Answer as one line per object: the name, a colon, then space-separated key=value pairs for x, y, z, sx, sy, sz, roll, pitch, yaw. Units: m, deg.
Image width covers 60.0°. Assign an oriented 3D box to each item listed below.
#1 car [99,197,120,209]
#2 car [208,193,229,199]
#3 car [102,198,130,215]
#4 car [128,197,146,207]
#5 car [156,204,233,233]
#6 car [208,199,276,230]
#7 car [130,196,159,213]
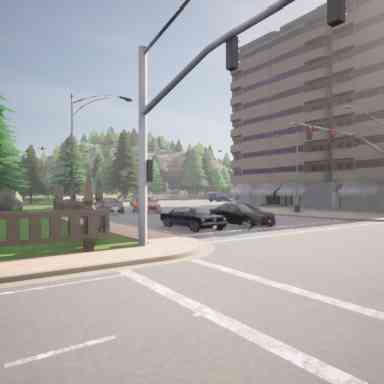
car: x=-11.584 y=1.491 z=46.912 sx=2.033 sy=1.411 sz=5.357 roll=0 pitch=0 yaw=-4
car: x=5.712 y=1.169 z=71.210 sx=2.150 sy=2.045 sz=5.566 roll=0 pitch=0 yaw=40
car: x=-7.958 y=1.437 z=32.860 sx=2.128 sy=1.511 sz=4.902 roll=0 pitch=0 yaw=-23
car: x=-8.242 y=1.451 z=50.181 sx=1.837 sy=1.490 sz=4.892 roll=0 pitch=0 yaw=1
car: x=0.006 y=1.545 z=19.422 sx=1.895 sy=1.301 sz=4.718 roll=0 pitch=0 yaw=-33
car: x=3.080 y=1.422 z=21.249 sx=1.882 sy=1.535 sz=5.008 roll=0 pitch=0 yaw=-34
car: x=-4.709 y=1.296 z=34.127 sx=2.097 sy=1.767 sz=4.553 roll=0 pitch=0 yaw=-22
